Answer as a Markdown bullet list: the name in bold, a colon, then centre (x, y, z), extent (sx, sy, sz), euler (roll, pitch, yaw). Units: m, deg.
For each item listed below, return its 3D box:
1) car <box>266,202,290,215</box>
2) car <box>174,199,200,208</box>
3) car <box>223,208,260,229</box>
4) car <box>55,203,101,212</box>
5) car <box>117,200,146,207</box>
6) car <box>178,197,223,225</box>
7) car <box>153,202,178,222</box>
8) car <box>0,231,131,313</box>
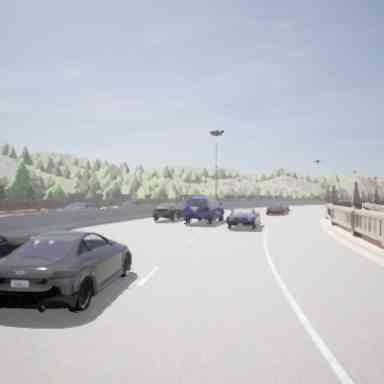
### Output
- **car**: centre (9.996, 1.898, 38.502), extent (1.994, 1.385, 4.181), euler (0, -1, 28)
- **car**: centre (-0.867, 2.049, 61.135), extent (2.128, 1.511, 4.902), euler (0, -1, 37)
- **car**: centre (3.660, 1.772, 23.062), extent (1.895, 1.301, 4.718), euler (0, 0, 16)
- **car**: centre (-9.554, 1.658, 28.127), extent (2.128, 1.511, 4.902), euler (0, -1, 18)
- **car**: centre (-7.726, 1.824, 42.562), extent (1.837, 1.490, 4.892), euler (0, -1, 26)
- **car**: centre (1.014, 1.411, 26.332), extent (2.150, 2.045, 5.566), euler (0, -1, 18)
- **car**: centre (-1.767, 1.707, 28.867), extent (1.837, 1.490, 4.892), euler (0, -1, 19)
- **car**: centre (-2.841, 1.597, 7.847), extent (1.994, 1.385, 4.181), euler (0, 0, 5)
